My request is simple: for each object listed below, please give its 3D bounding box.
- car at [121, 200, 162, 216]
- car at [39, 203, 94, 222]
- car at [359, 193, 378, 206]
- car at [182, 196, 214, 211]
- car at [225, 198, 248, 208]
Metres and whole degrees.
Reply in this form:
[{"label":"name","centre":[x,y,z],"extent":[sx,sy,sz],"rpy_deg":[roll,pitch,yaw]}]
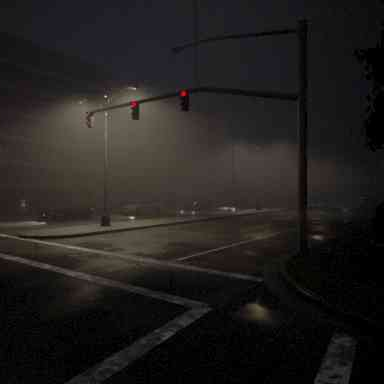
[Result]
[{"label":"car","centre":[-4.960,1.524,33.480],"extent":[1.812,1.442,4.674],"rpy_deg":[0,0,36]},{"label":"car","centre":[-9.952,1.564,26.600],"extent":[1.994,1.385,4.181],"rpy_deg":[0,0,36]},{"label":"car","centre":[28.728,1.221,54.042],"extent":[2.150,2.045,5.566],"rpy_deg":[0,0,36]},{"label":"car","centre":[0.772,1.352,41.376],"extent":[2.097,1.767,4.553],"rpy_deg":[0,0,36]},{"label":"car","centre":[6.611,1.564,49.404],"extent":[1.994,1.385,4.181],"rpy_deg":[0,0,36]}]
